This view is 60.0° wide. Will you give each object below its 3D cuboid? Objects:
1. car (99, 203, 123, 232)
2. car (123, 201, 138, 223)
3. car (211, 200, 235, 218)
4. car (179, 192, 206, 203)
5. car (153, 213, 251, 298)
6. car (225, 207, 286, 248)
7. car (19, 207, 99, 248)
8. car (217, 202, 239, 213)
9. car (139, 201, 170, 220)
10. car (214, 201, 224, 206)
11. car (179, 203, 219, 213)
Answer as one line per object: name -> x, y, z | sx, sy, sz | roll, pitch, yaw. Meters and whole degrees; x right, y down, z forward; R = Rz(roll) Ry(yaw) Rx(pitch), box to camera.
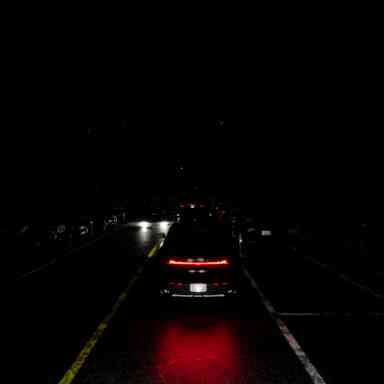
car -> -5.742, 1.564, 19.993 | 1.947, 1.339, 4.313 | -1, 0, 0
car -> -5.732, 1.550, 25.498 | 2.008, 1.369, 4.403 | -1, 0, 0
car -> 2.802, 1.544, 30.989 | 1.887, 1.381, 4.507 | -1, 0, 0
car -> 0.046, 1.221, 28.486 | 2.150, 2.045, 5.566 | 0, 0, 0
car -> 0.116, 1.503, 8.504 | 1.837, 1.490, 4.892 | 0, 0, 0
car -> 2.774, 1.564, 14.473 | 1.947, 1.339, 4.313 | -1, 0, 0
car -> -5.752, 1.438, 14.487 | 1.967, 1.590, 4.097 | -1, 0, 0
car -> 2.783, 1.543, 19.978 | 1.887, 1.381, 4.507 | -1, 0, 0
car -> -2.957, 1.481, 28.358 | 1.882, 1.535, 5.008 | 0, 0, 0
car -> 2.793, 1.544, 25.483 | 1.887, 1.381, 4.507 | -1, 0, 0
car -> 0.123, 1.546, 18.241 | 2.033, 1.411, 5.357 | 0, 0, 0
